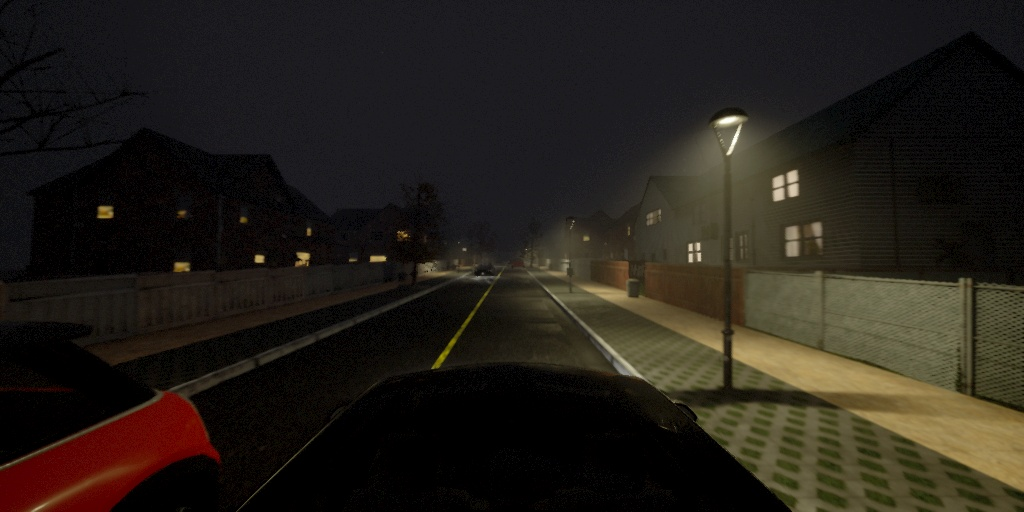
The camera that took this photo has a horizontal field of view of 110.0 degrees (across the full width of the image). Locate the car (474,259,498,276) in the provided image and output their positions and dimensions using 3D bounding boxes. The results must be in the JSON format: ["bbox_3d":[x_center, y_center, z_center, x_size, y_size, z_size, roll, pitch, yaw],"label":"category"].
[{"bbox_3d":[-2.837,1.335,37.702,2.033,1.411,5.357,0,0,0],"label":"car"}]

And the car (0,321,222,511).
[{"bbox_3d":[-2.844,1.101,0.255,2.097,1.767,4.553,0,0,0],"label":"car"}]

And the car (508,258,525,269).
[{"bbox_3d":[0.929,1.112,57.307,2.097,1.767,4.553,-3,-1,0],"label":"car"}]
